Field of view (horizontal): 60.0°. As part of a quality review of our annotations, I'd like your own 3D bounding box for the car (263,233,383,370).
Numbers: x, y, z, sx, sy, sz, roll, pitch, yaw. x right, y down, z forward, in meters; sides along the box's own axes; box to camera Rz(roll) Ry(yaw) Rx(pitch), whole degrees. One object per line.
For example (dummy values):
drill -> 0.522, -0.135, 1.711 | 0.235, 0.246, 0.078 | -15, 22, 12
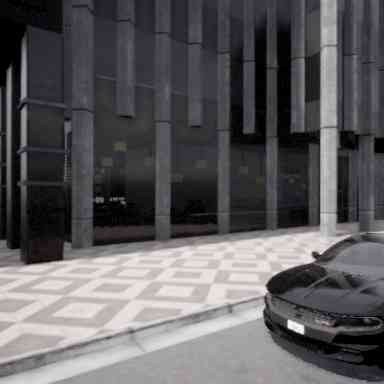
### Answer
car -> 3.385, 1.494, 5.794 | 5.008, 1.535, 1.882 | 0, 0, -35
